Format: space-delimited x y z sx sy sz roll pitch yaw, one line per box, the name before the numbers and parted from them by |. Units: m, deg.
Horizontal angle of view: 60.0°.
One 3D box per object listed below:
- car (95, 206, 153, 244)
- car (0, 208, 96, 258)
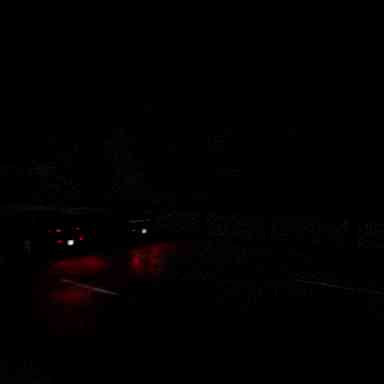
car | -3.985 1.426 15.433 4.902 1.511 2.128 0 0 36
car | -6.052 1.439 12.608 4.892 1.490 1.837 0 0 36
